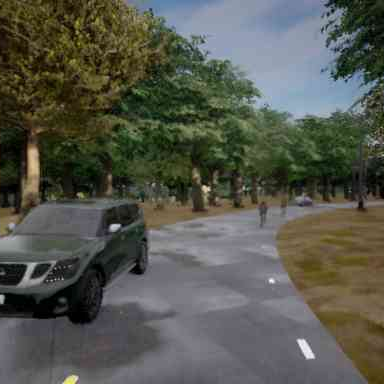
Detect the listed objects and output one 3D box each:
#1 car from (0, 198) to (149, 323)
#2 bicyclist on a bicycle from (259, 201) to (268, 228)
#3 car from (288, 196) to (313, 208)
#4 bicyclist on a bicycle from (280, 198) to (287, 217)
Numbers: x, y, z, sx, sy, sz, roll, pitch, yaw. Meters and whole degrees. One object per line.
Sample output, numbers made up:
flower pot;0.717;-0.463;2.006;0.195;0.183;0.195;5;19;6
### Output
car;-2.535;1.187;7.558;2.150;2.045;5.566;0;0;7
bicyclist on a bicycle;4.418;1.402;20.647;0.582;1.620;1.656;0;0;19
car;14.730;1.299;44.874;1.812;1.442;4.674;1;1;43
bicyclist on a bicycle;7.855;1.384;28.567;0.582;1.620;1.656;1;0;27
